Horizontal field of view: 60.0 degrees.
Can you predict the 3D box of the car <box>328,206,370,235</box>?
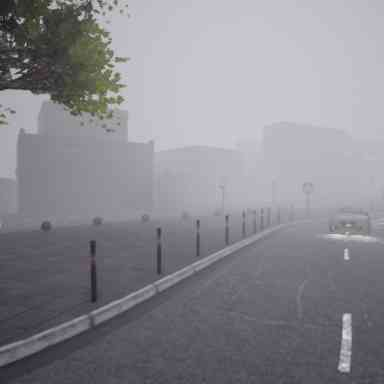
[{"bbox_3d":[8.904,1.515,18.736,1.994,1.385,4.181,0,0,28],"label":"car"}]
